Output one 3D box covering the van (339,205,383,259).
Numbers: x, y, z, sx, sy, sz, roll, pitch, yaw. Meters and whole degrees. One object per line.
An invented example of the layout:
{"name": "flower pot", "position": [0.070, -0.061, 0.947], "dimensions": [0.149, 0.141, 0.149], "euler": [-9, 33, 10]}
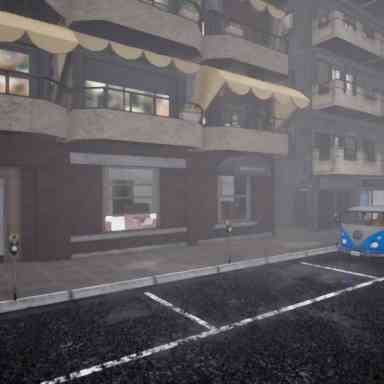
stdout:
{"name": "van", "position": [6.659, 1.341, 11.304], "dimensions": [3.998, 1.788, 1.690], "euler": [0, 0, -35]}
